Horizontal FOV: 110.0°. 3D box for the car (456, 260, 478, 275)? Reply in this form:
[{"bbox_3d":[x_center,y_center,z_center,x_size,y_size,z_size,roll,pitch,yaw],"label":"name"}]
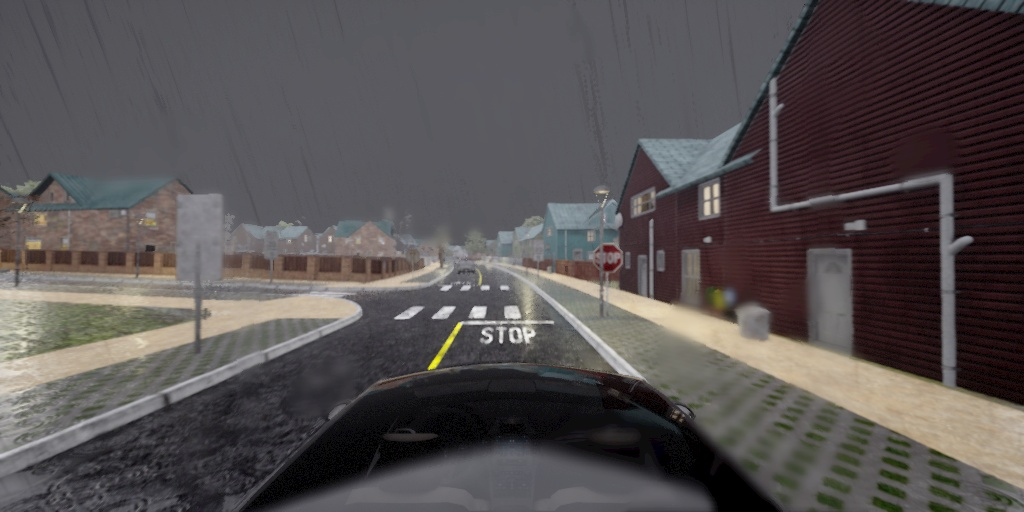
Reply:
[{"bbox_3d":[-4.718,1.165,37.472,1.837,1.490,4.892,0,1,-6],"label":"car"}]
